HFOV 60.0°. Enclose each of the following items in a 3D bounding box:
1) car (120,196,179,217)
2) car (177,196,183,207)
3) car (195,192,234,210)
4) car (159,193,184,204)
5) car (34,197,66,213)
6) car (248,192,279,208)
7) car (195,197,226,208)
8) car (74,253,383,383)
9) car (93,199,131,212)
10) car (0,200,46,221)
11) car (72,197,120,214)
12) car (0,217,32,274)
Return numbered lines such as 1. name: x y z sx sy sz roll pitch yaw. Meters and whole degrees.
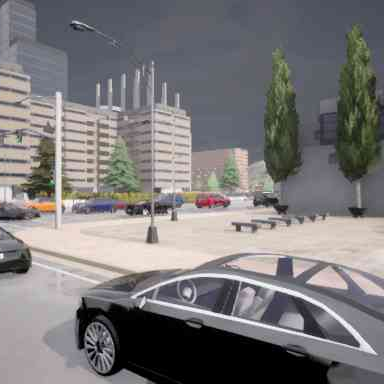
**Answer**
1. car: -3.877 1.473 31.001 1.882 1.535 5.008 0 0 41
2. car: -3.967 1.541 41.895 2.033 1.411 5.357 0 0 41
3. car: 2.766 1.216 44.015 2.150 2.045 5.566 0 0 41
4. car: -3.575 1.215 47.686 2.150 2.045 5.566 0 0 41
5. car: -15.432 1.345 34.102 2.097 1.767 4.553 0 0 42
6. car: 10.916 1.217 48.080 2.150 2.045 5.566 0 0 41
7. car: 2.846 1.485 49.741 2.128 1.511 4.902 0 0 41
8. car: 0.588 1.491 3.855 4.902 1.511 2.128 0 0 37
9. car: -9.733 1.557 40.577 1.994 1.385 4.181 0 0 41
10. car: -14.094 1.542 24.550 2.033 1.411 5.357 0 0 41
11. car: -10.170 1.346 34.733 2.097 1.767 4.553 0 0 41
12. car: -6.318 1.562 9.473 4.181 1.385 1.994 0 0 40
